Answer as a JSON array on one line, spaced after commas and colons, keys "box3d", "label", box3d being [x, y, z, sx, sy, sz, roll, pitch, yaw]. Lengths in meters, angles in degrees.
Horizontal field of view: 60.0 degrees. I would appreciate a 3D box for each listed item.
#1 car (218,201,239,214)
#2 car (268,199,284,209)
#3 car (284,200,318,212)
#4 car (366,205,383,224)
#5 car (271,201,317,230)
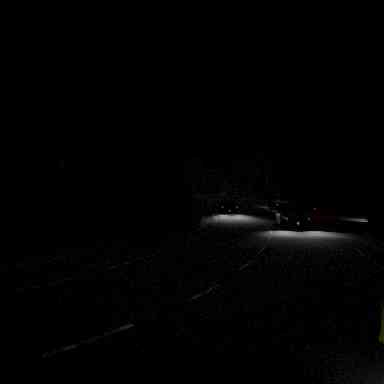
[{"box3d": [3.828, 1.601, 35.349, 1.895, 1.301, 4.718, 0, 0, 1], "label": "car"}, {"box3d": [11.223, 1.601, 43.381, 1.895, 1.301, 4.718, 0, 0, 2], "label": "car"}, {"box3d": [10.935, 1.601, 33.359, 1.895, 1.301, 4.718, 0, 0, 2], "label": "car"}, {"box3d": [13.807, 1.564, 23.183, 1.994, 1.385, 4.181, 0, 0, 7], "label": "car"}, {"box3d": [6.441, 1.525, 21.467, 1.812, 1.442, 4.674, 0, 0, 8], "label": "car"}]
